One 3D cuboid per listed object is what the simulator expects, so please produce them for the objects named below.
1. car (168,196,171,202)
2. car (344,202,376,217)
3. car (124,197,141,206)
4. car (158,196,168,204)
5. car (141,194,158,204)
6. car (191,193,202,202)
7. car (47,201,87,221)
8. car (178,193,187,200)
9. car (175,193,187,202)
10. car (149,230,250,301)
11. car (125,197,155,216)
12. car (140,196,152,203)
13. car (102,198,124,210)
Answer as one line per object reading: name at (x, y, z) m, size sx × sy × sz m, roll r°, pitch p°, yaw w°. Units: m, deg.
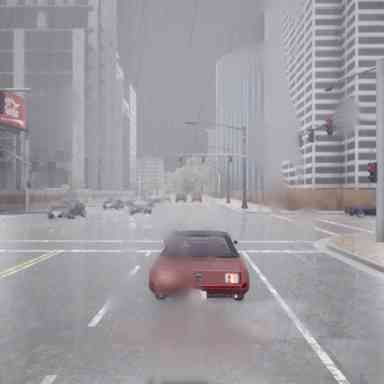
car at (-5.906, 1.584, 76.614) m, size 1.895 × 1.301 × 4.718 m, roll 0°, pitch 0°, yaw 1°
car at (16.547, 1.601, 30.443) m, size 4.718 × 1.301 × 1.895 m, roll 0°, pitch 0°, yaw 1°
car at (-9.799, 1.526, 55.131) m, size 1.812 × 1.442 × 4.674 m, roll 0°, pitch 0°, yaw 1°
car at (-6.182, 1.601, 61.834) m, size 1.895 × 1.301 × 4.718 m, roll 0°, pitch 0°, yaw 1°
car at (-6.435, 1.492, 46.801) m, size 2.128 × 1.511 × 4.902 m, roll 0°, pitch 0°, yaw 1°
car at (1.048, 1.216, 73.394) m, size 2.150 × 2.045 × 5.566 m, roll 0°, pitch 0°, yaw 1°
car at (-10.220, 1.491, 27.518) m, size 2.128 × 1.511 × 4.902 m, roll 0°, pitch 0°, yaw 1°
car at (-2.297, 1.184, 84.085) m, size 2.097 × 1.767 × 4.553 m, roll 0°, pitch 0°, yaw 1°
car at (-2.452, 1.216, 73.445) m, size 2.150 × 2.045 × 5.566 m, roll 0°, pitch 0°, yaw 1°
car at (0.216, 1.601, 8.322) m, size 1.895 × 1.301 × 4.718 m, roll 0°, pitch 0°, yaw 2°
car at (-5.256, 1.525, 32.878) m, size 1.812 × 1.442 × 4.674 m, roll 0°, pitch 0°, yaw -17°
car at (-9.522, 1.525, 68.711) m, size 1.812 × 1.442 × 4.674 m, roll 0°, pitch 0°, yaw 1°
car at (-10.001, 1.491, 42.417) m, size 2.128 × 1.511 × 4.902 m, roll 0°, pitch 0°, yaw 1°
